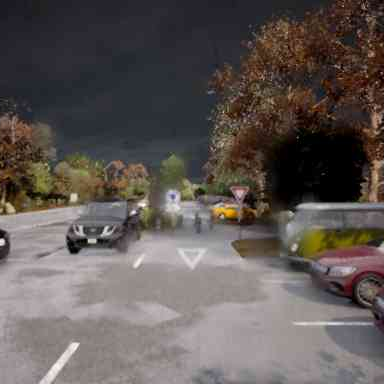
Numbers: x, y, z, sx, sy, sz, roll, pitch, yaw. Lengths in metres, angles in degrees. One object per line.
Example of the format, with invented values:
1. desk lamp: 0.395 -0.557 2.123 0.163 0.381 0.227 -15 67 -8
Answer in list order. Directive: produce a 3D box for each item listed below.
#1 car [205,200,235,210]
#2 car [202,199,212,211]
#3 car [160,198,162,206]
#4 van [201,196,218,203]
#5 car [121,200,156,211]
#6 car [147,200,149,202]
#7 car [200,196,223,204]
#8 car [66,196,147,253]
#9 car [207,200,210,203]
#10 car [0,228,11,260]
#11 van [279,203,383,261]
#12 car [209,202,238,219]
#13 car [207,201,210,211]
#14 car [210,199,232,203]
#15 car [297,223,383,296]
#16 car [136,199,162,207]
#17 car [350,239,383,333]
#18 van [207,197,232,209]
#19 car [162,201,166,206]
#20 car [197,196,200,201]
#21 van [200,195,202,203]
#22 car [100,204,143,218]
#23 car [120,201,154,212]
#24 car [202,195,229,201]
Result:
1. car: 4.710 2.176 56.425 4.792 1.488 2.163 0 0 0
2. car: 4.559 2.175 48.116 5.366 1.575 1.946 0 0 0
3. car: -8.530 2.134 59.349 5.366 1.575 1.946 0 0 0
4. van: 4.825 2.038 92.554 4.442 1.987 1.878 0 0 0
5. car: -8.525 2.153 53.676 5.366 1.575 1.946 0 0 0
6. car: -8.325 2.197 42.571 5.008 1.535 2.097 0 0 0
7. car: 4.690 1.957 81.348 5.566 2.045 2.435 0 0 0
8. car: -3.514 1.307 14.353 2.150 2.045 5.566 1 1 -1
9. car: 4.744 2.228 45.346 4.674 1.452 2.002 0 0 0
10. car: -8.069 1.563 9.983 4.792 1.488 2.163 0 0 0
11. van: 4.913 1.311 10.067 4.442 1.987 1.878 -1 0 0
12. car: 4.749 2.218 37.158 5.008 1.535 2.097 0 0 0
13. car: 4.720 2.228 42.575 4.792 1.488 2.163 0 0 0
14. car: 4.783 2.083 39.929 4.553 1.767 2.185 0 0 0
15. car: 5.043 1.565 7.393 4.674 1.452 2.002 0 0 0
16. car: -8.355 2.135 64.769 4.892 1.521 2.231 0 0 0
17. car: 5.043 1.554 4.608 4.674 1.452 2.002 0 0 0
18. van: 4.852 1.912 59.318 4.442 1.987 1.878 0 0 0
19. car: -8.161 2.130 62.002 5.366 1.575 1.946 0 0 0
20. car: 4.692 1.944 78.577 5.566 2.045 2.435 0 0 0
21. van: 4.605 1.955 75.808 4.442 1.987 1.878 0 0 0
22. car: -8.357 2.237 39.795 4.792 1.488 2.163 0 0 0
23. car: -8.331 2.167 50.900 4.892 1.521 2.231 0 0 0
24. car: 4.769 1.906 53.654 5.566 2.045 2.435 0 0 0
